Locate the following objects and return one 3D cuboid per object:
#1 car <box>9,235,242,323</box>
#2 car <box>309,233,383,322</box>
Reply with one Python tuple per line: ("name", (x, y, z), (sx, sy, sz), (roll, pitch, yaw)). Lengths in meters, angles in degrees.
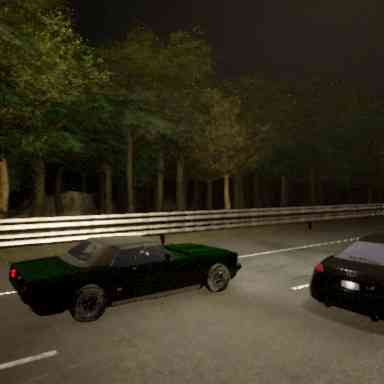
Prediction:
("car", (-1.175, 1.600, 7.205), (4.718, 1.301, 1.895), (0, 0, -36))
("car", (4.332, 1.561, 6.840), (4.181, 1.385, 1.994), (0, 0, -35))
